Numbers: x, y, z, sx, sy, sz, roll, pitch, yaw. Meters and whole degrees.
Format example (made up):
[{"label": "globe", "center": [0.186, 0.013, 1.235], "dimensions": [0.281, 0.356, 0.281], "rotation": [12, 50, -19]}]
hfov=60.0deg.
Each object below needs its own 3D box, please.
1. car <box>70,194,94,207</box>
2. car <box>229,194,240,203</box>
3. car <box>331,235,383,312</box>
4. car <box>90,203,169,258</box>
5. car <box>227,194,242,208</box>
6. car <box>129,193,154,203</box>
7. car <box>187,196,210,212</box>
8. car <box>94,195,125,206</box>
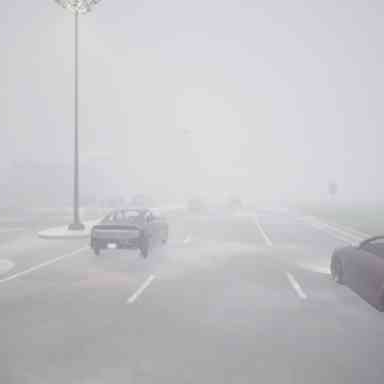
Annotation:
[{"label": "car", "center": [-13.430, 1.085, 41.796], "dimensions": [1.837, 1.490, 4.892], "rotation": [0, 0, 8]}, {"label": "car", "center": [7.460, 1.056, 58.090], "dimensions": [1.812, 1.442, 4.674], "rotation": [0, 1, 8]}, {"label": "car", "center": [4.282, 1.525, 6.577], "dimensions": [1.994, 1.385, 4.181], "rotation": [0, 0, 6]}, {"label": "car", "center": [-2.099, 1.374, 12.331], "dimensions": [2.128, 1.511, 4.902], "rotation": [0, 0, 7]}, {"label": "car", "center": [5.419, 1.183, 42.320], "dimensions": [1.812, 1.442, 4.674], "rotation": [0, 1, 8]}, {"label": "car", "center": [-6.341, 0.972, 41.909], "dimensions": [2.097, 1.767, 4.553], "rotation": [0, 1, 8]}, {"label": "car", "center": [0.721, 1.188, 33.717], "dimensions": [1.882, 1.535, 5.008], "rotation": [0, 1, 8]}, {"label": "car", "center": [-9.904, 1.086, 41.726], "dimensions": [2.128, 1.511, 4.902], "rotation": [0, 0, 8]}]
